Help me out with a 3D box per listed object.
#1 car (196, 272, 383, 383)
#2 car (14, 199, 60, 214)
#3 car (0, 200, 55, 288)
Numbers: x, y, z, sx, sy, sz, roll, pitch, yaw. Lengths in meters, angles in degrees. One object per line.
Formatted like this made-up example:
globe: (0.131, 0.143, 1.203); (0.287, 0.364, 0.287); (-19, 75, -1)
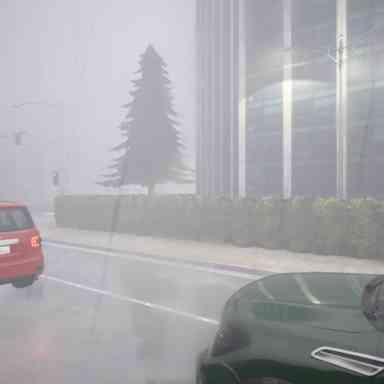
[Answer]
car: (2.688, 1.221, 2.073); (5.566, 2.045, 2.150); (0, 0, 36)
car: (-17.192, 1.564, 37.063); (1.994, 1.385, 4.181); (0, 0, 36)
car: (-5.778, 1.221, 8.059); (5.566, 2.045, 2.150); (0, 0, 38)
